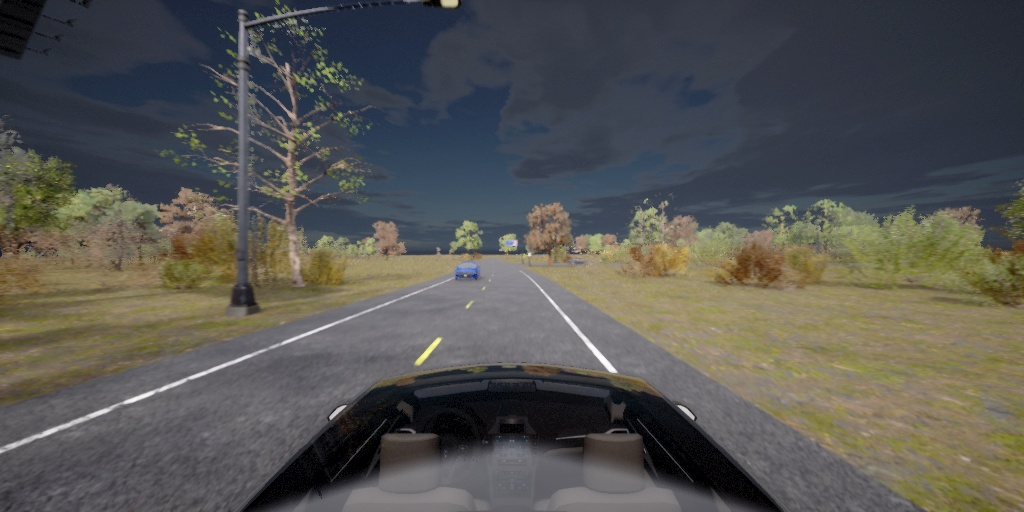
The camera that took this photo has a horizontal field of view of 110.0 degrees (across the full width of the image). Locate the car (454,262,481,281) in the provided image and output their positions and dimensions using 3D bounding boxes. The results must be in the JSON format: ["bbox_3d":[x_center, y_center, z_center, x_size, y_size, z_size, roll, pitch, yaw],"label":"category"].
[{"bbox_3d":[-3.686,1.240,30.472,1.882,1.535,5.008,0,0,-1],"label":"car"}]
